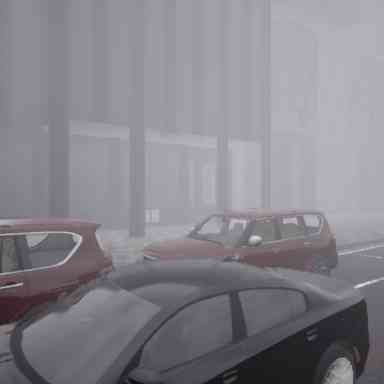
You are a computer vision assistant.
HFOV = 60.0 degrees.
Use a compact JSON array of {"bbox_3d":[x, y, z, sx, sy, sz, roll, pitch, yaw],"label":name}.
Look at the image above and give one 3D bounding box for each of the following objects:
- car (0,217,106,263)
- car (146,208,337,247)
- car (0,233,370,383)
[{"bbox_3d":[-3.382,1.315,4.118,5.009,1.841,2.192,0,0,-35],"label":"car"},{"bbox_3d":[1.210,1.314,7.393,5.009,1.841,2.192,0,0,-35],"label":"car"},{"bbox_3d":[-0.280,1.478,3.179,5.008,1.535,1.882,0,0,-36],"label":"car"}]
